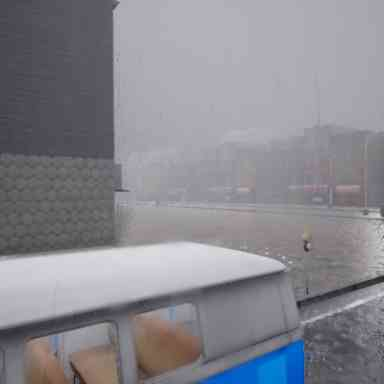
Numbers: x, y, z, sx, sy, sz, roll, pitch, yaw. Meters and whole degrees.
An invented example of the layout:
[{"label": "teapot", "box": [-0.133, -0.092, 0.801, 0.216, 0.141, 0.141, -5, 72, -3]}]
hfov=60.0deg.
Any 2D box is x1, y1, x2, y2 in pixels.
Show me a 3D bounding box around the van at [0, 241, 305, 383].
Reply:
[{"label": "van", "box": [-1.022, 1.341, 2.092, 3.998, 1.788, 1.690, 0, 0, -36]}]
